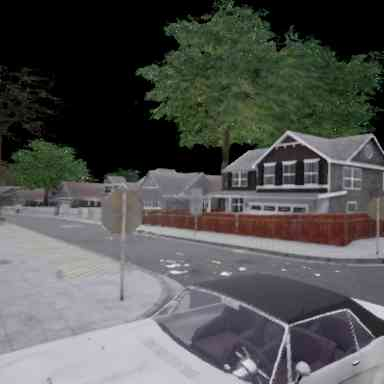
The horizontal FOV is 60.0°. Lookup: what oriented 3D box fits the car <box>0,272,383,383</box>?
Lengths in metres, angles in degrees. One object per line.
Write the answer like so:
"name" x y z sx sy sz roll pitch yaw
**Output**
"car" 0.467 1.635 3.295 4.718 1.301 1.895 1 -1 -36
